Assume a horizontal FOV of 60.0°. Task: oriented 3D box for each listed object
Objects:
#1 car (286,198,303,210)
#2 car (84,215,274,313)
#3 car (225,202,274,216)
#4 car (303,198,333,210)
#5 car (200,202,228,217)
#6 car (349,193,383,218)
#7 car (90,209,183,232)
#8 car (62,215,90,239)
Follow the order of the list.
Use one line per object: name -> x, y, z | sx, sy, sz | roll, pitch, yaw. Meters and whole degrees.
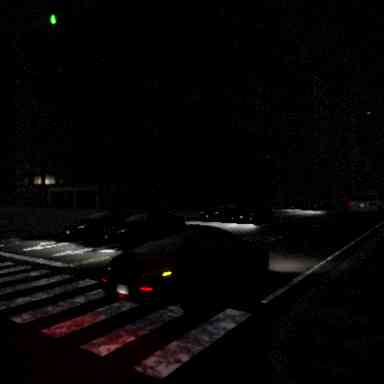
car -> 14.209, 1.545, 44.016 | 2.033, 1.411, 5.357 | -1, -1, 36
car -> 0.135, 1.492, 7.608 | 1.812, 1.442, 4.674 | -1, 0, 36
car -> 4.654, 1.582, 25.236 | 1.994, 1.385, 4.181 | -1, -1, 36
car -> 15.824, 1.436, 40.729 | 2.128, 1.511, 4.902 | -1, -1, 36
car -> 2.543, 1.600, 27.876 | 1.812, 1.442, 4.674 | -1, 0, 36
car -> 14.835, 1.089, 28.130 | 2.150, 2.045, 5.566 | -1, -1, 36
car -> -2.168, 1.591, 15.720 | 1.812, 1.442, 4.674 | -1, -1, 37
car -> -4.614, 1.650, 17.905 | 1.812, 1.442, 4.674 | -1, -1, 36
